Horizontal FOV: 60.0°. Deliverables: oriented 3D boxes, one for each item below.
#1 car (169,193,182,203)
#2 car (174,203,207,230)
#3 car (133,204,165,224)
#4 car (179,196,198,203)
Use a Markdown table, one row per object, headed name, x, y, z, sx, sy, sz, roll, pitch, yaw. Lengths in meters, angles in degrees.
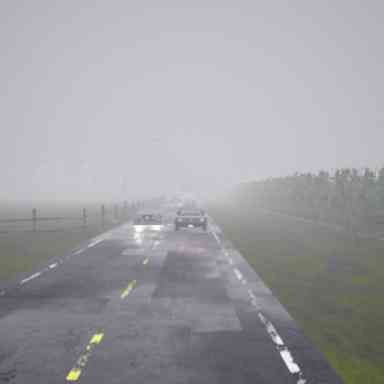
| name | x | y | z | sx | sy | sz | roll | pitch | yaw |
| --- | --- | --- | --- | --- | --- | --- | --- | --- | --- |
| car | -3.222 | 1.185 | 65.978 | 2.150 | 2.045 | 5.566 | 0 | 0 | 0 |
| car | -0.084 | 1.597 | 20.807 | 1.895 | 1.301 | 4.718 | 0 | 0 | 0 |
| car | -3.056 | 1.565 | 24.536 | 1.994 | 1.385 | 4.181 | 0 | 0 | 0 |
| car | -0.209 | 1.533 | 41.370 | 2.033 | 1.411 | 5.357 | 0 | 0 | 0 |
